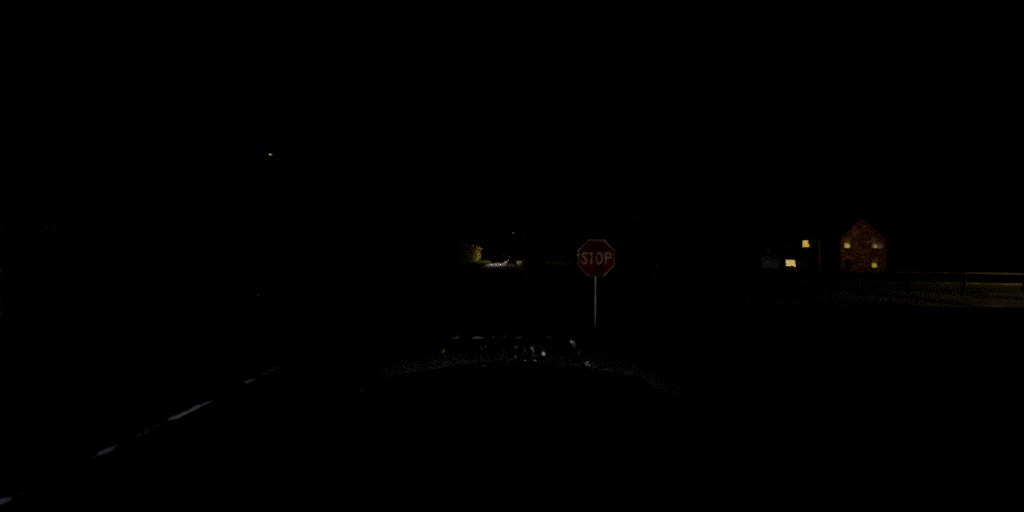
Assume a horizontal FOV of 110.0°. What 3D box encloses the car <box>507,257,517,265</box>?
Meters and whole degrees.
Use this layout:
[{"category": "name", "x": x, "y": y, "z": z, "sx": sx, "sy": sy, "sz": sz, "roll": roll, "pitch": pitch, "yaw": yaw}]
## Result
[{"category": "car", "x": -0.049, "y": 0.932, "z": 64.332, "sx": 2.033, "sy": 1.411, "sz": 5.357, "roll": 0, "pitch": 0, "yaw": 0}]
